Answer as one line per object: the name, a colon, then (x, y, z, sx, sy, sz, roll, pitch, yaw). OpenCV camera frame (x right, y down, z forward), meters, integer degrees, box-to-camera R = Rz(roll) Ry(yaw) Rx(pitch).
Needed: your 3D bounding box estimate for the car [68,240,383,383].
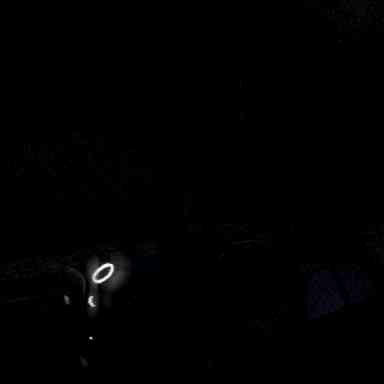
car: (1.340, 1.579, 4.643, 5.357, 1.411, 2.033, 1, 0, -36)

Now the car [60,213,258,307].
car: (-0.440, 1.385, 7.365, 4.553, 1.767, 2.097, 1, 0, -36)
